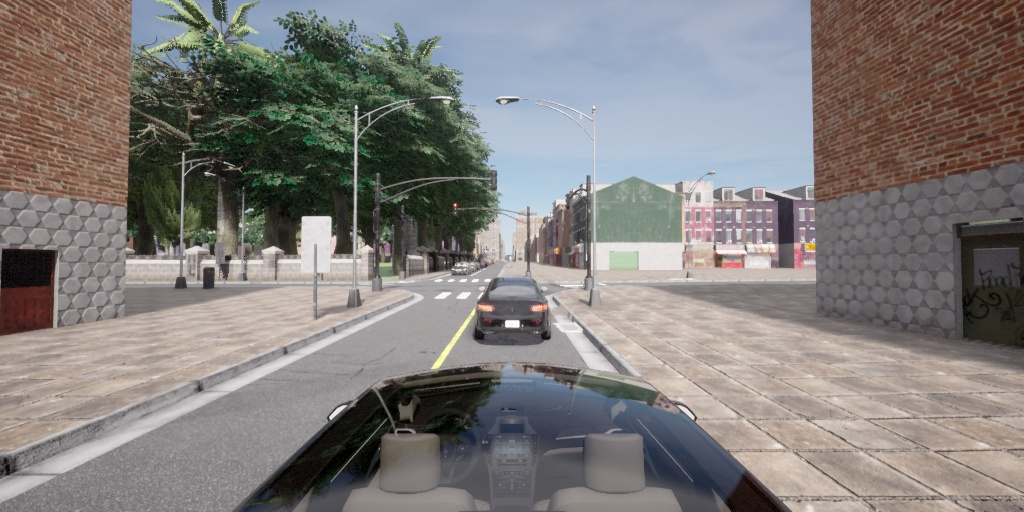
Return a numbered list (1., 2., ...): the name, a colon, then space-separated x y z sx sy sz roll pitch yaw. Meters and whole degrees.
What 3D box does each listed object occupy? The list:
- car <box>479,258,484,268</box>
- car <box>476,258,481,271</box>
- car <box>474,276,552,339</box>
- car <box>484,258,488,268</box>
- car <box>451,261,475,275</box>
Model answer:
1. car: -5.555 1.371 51.370 1.948 1.339 4.313 0 0 0
2. car: -5.517 1.344 45.920 2.007 1.370 4.403 0 0 0
3. car: 0.031 1.279 9.921 1.812 1.442 4.674 0 0 1
4. car: -5.632 1.417 62.269 1.802 1.307 4.207 0 0 0
5. car: -5.493 1.332 38.784 2.007 1.370 4.403 0 0 0
